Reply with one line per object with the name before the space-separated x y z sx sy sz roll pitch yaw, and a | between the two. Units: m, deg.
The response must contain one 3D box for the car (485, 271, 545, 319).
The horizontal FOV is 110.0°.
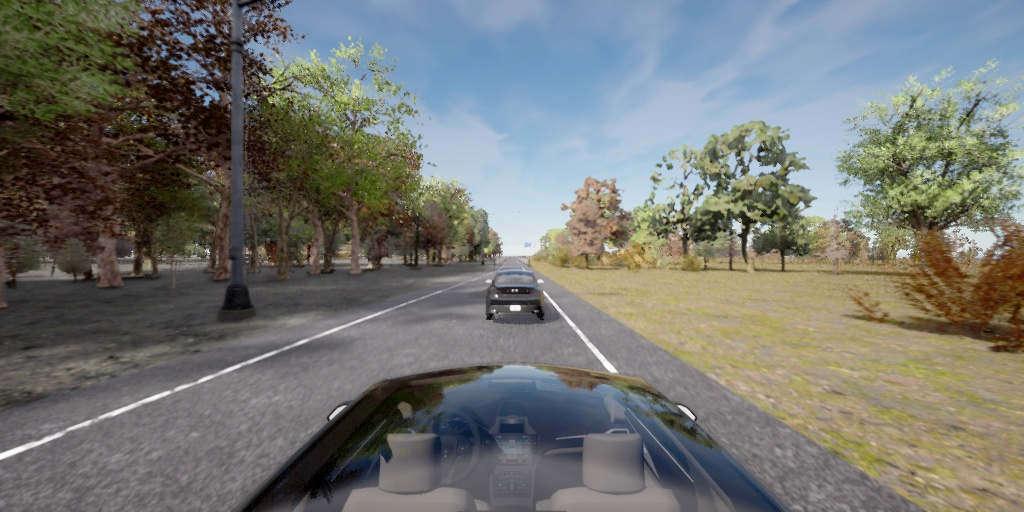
car | 0.097 1.247 12.731 1.837 1.490 4.892 0 0 0
